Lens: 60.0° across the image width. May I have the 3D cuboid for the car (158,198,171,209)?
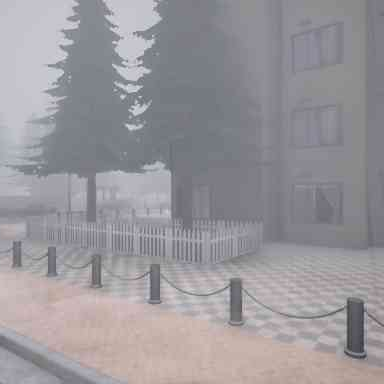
[{"bbox_3d":[-2.486,1.510,44.461,1.812,1.442,4.674,0,0,37],"label":"car"}]

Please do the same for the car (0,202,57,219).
[{"bbox_3d":[-14.354,1.585,28.786,1.895,1.301,4.718,0,0,37],"label":"car"}]

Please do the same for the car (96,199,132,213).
[{"bbox_3d":[-8.727,1.476,36.233,2.128,1.511,4.902,0,0,37],"label":"car"}]
